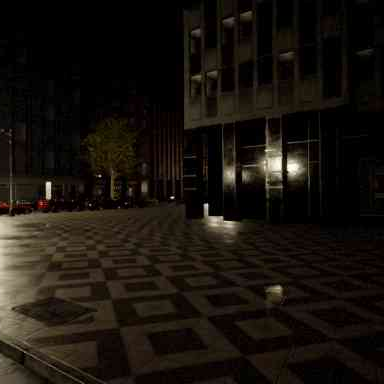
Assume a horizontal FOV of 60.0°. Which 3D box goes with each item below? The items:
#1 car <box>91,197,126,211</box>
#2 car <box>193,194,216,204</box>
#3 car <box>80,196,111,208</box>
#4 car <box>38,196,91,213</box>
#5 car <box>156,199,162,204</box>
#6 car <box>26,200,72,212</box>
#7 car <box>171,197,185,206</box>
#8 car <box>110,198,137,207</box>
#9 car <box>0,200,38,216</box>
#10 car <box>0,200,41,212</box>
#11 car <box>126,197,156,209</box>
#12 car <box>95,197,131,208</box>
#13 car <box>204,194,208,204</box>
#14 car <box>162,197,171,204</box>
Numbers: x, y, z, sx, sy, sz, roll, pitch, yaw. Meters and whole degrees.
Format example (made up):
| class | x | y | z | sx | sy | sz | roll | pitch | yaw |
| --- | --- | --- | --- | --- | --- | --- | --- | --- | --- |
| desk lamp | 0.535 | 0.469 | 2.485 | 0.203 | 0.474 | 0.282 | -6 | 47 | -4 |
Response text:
| class | x | y | z | sx | sy | sz | roll | pitch | yaw |
| --- | --- | --- | --- | --- | --- | --- | --- | --- | --- |
| car | -10.487 | 1.527 | 39.803 | 1.947 | 1.339 | 4.313 | -1 | 0 | 35 |
| car | 2.450 | 1.286 | 62.985 | 2.097 | 1.767 | 4.553 | -1 | 0 | 35 |
| car | -14.278 | 1.487 | 49.298 | 1.967 | 1.590 | 4.097 | -1 | 0 | 35 |
| car | -13.703 | 1.292 | 35.171 | 2.192 | 1.841 | 5.009 | -1 | 0 | 35 |
| car | -7.945 | 1.547 | 58.426 | 1.752 | 1.417 | 4.829 | -1 | 0 | 35 |
| car | -17.211 | 1.640 | 40.238 | 1.895 | 1.301 | 4.718 | -1 | 0 | 35 |
| car | -0.848 | 1.465 | 53.703 | 1.887 | 1.381 | 4.507 | -1 | 0 | 35 |
| car | -11.062 | 1.615 | 53.932 | 1.802 | 1.307 | 4.206 | -1 | 0 | 35 |
| car | -16.914 | 1.578 | 30.536 | 1.802 | 1.307 | 4.206 | -1 | 0 | 35 |
| car | -20.703 | 1.644 | 40.030 | 1.947 | 1.339 | 4.313 | -1 | 0 | 35 |
| car | -7.274 | 1.511 | 44.435 | 1.947 | 1.339 | 4.313 | -1 | 0 | 35 |
| car | -11.456 | 1.503 | 48.510 | 2.128 | 1.511 | 4.902 | -1 | 0 | 35 |
| car | 2.364 | 1.225 | 58.338 | 2.192 | 1.841 | 5.009 | -1 | 0 | 35 |
| car | -4.634 | 1.577 | 63.201 | 1.947 | 1.339 | 4.313 | -1 | 0 | 35 |
